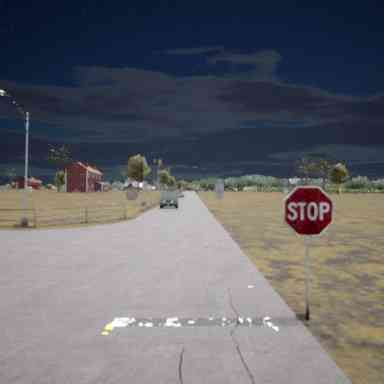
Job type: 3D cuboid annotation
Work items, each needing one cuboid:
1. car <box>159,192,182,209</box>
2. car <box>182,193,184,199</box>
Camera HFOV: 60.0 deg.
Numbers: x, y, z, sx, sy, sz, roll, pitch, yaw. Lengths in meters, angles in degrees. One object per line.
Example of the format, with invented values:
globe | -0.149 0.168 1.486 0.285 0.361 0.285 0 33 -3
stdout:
car | -2.749 0.982 40.803 2.150 2.045 5.566 0 1 0
car | -2.790 0.846 78.379 1.994 1.385 4.181 0 1 0
